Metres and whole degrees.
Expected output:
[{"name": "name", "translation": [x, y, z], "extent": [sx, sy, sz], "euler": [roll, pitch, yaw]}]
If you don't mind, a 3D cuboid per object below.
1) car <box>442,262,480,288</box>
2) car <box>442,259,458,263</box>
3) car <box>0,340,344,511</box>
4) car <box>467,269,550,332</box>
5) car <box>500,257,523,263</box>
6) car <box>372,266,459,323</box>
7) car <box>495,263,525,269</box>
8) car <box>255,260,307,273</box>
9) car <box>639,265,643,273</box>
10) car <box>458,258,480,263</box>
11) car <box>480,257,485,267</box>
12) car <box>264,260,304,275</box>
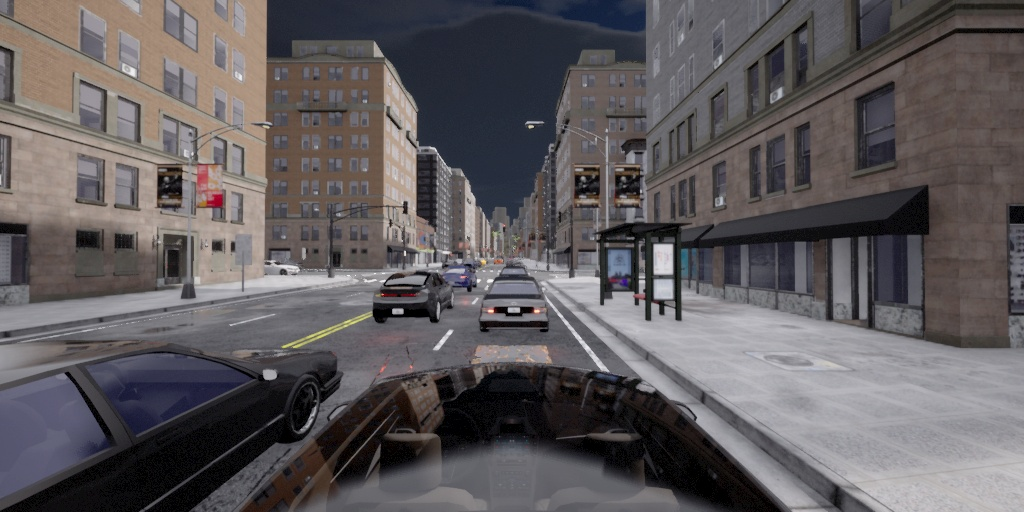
[{"name": "car", "translation": [-3.152, 1.281, 21.180], "extent": [1.812, 1.442, 4.674], "euler": [0, 0, 0]}, {"name": "car", "translation": [-9.804, 1.270, 56.889], "extent": [1.837, 1.490, 4.892], "euler": [0, 0, 3]}, {"name": "car", "translation": [-3.149, 1.297, 2.268], "extent": [2.033, 1.411, 5.357], "euler": [0, 0, 0]}, {"name": "car", "translation": [0.081, 1.299, 10.803], "extent": [2.033, 1.411, 5.357], "euler": [0, 0, 1]}, {"name": "car", "translation": [0.335, 1.267, 50.023], "extent": [2.128, 1.511, 4.902], "euler": [-1, 1, -15]}, {"name": "car", "translation": [-3.138, 1.257, 12.141], "extent": [1.837, 1.490, 4.892], "euler": [0, 0, -1]}, {"name": "car", "translation": [0.090, 1.303, 20.860], "extent": [2.033, 1.411, 5.357], "euler": [0, 0, 0]}, {"name": "car", "translation": [-28.106, 1.230, 43.771], "extent": [4.902, 1.511, 2.128], "euler": [0, -1, 0]}, {"name": "car", "translation": [13.823, 1.444, 43.904], "extent": [4.181, 1.385, 1.994], "euler": [0, -1, 0]}, {"name": "car", "translation": [-6.590, 1.117, 55.199], "extent": [2.097, 1.767, 4.553], "euler": [0, 0, 0]}, {"name": "car", "translation": [-6.557, 1.256, 64.339], "extent": [2.128, 1.511, 4.902], "euler": [0, 0, 0]}, {"name": "car", "translation": [-22.622, 1.153, 33.836], "extent": [4.674, 1.442, 1.812], "euler": [0, -1, -1]}]
